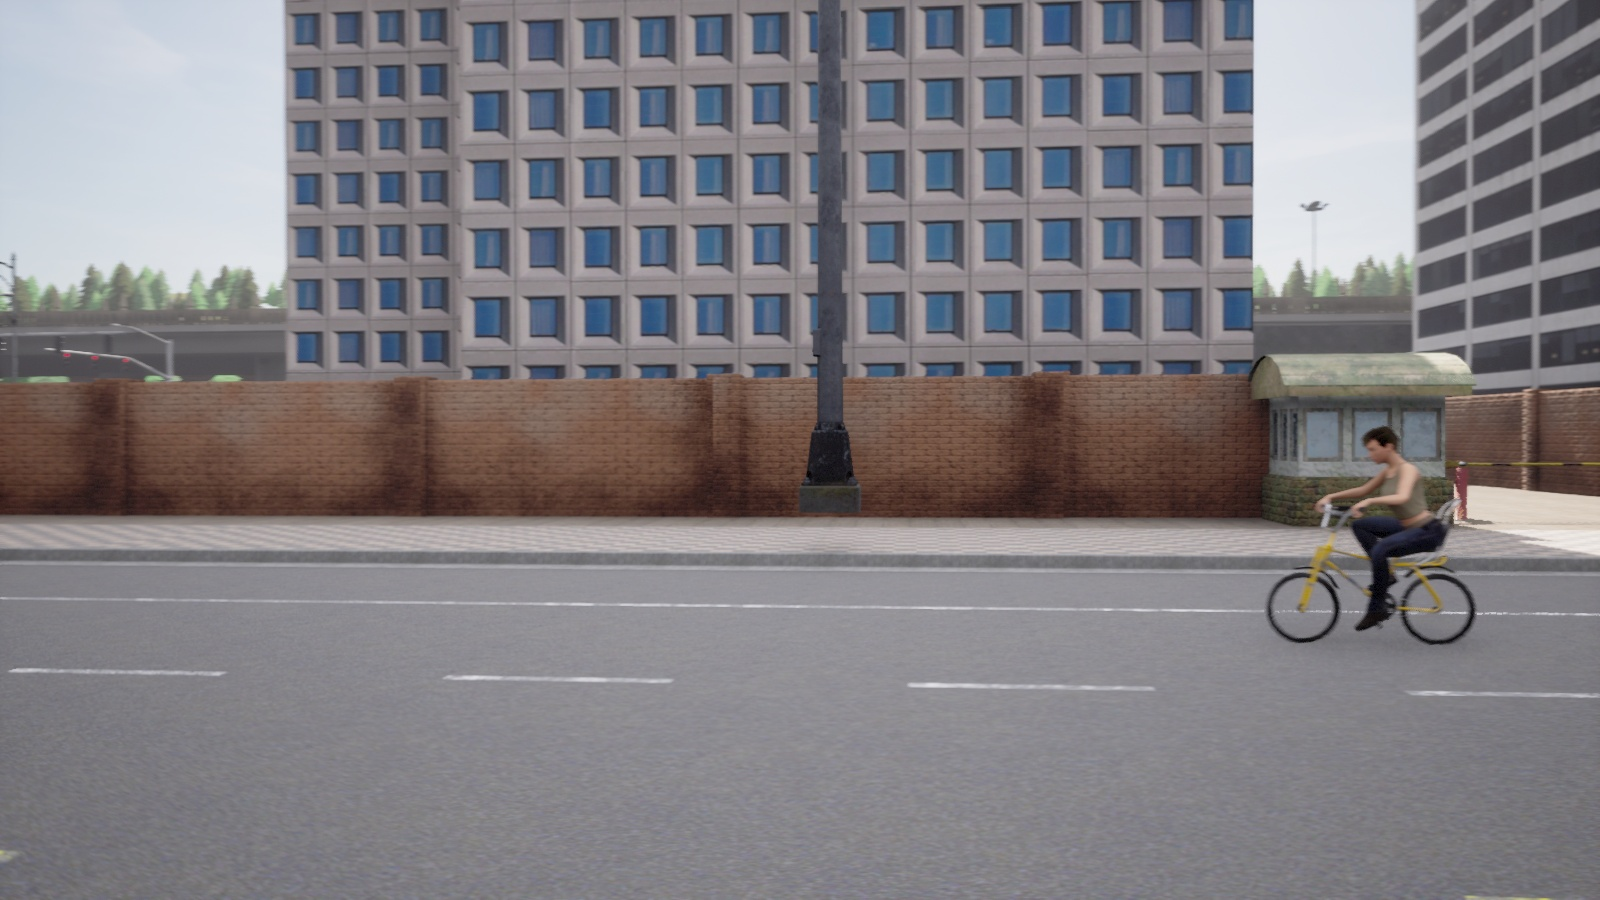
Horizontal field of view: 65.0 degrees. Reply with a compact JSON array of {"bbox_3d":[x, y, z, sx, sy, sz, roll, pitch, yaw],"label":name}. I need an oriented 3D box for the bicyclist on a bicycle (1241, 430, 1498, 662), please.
[{"bbox_3d":[4.151,0.663,9.271,1.509,1.612,0.866,0,1,6],"label":"bicyclist on a bicycle"}]
